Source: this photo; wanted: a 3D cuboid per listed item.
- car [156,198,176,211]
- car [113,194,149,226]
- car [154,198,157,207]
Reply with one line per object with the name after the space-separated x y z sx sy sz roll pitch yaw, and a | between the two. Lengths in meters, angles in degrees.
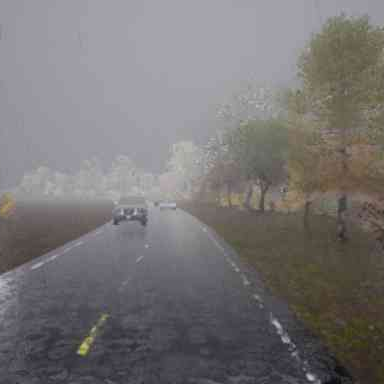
-3.053 1.611 40.980 1.895 1.301 4.718 0 0 -8 | car
-4.233 1.228 23.741 2.150 2.045 5.566 0 0 -5 | car
-4.932 1.612 52.191 1.895 1.301 4.718 0 0 -10 | car
